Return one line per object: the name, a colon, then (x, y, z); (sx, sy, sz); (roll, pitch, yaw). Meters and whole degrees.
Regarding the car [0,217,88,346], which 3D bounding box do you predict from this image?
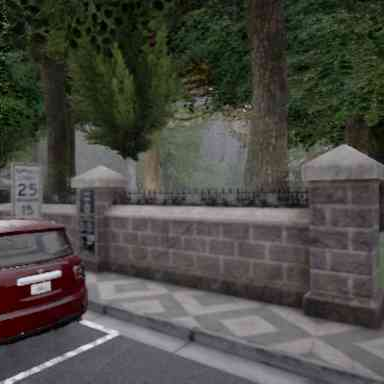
car: (-3.930, 1.370, 5.776); (5.009, 1.841, 2.192); (-1, 0, 36)
